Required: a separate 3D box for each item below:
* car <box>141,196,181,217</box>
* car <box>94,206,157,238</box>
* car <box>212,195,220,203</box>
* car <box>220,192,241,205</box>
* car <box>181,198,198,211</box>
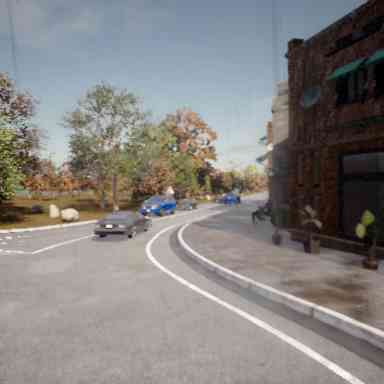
[{"bbox_3d":[-3.400,1.421,34.725,2.150,2.045,5.566,-1,0,17],"label":"car"},{"bbox_3d":[-3.797,1.767,19.113,2.033,1.411,5.357,-1,0,8],"label":"car"},{"bbox_3d":[5.146,1.340,62.372,1.837,1.490,4.892,-1,1,18],"label":"car"},{"bbox_3d":[6.961,1.070,57.324,2.150,2.045,5.566,-1,1,18],"label":"car"},{"bbox_3d":[-0.573,1.607,44.094,1.837,1.490,4.892,-1,2,17],"label":"car"}]
